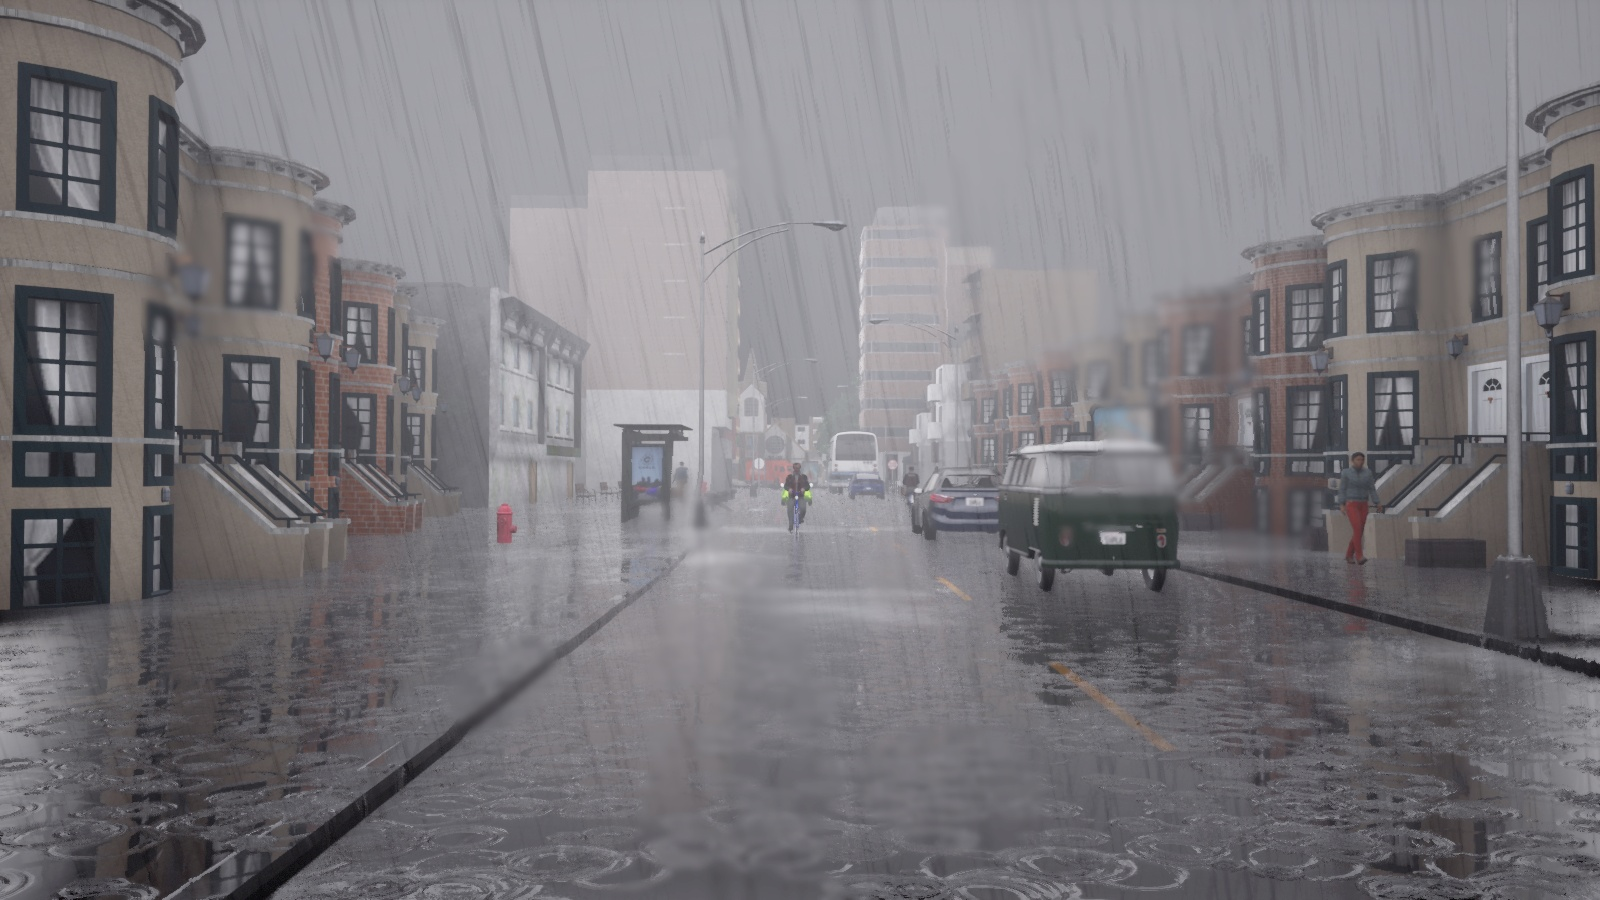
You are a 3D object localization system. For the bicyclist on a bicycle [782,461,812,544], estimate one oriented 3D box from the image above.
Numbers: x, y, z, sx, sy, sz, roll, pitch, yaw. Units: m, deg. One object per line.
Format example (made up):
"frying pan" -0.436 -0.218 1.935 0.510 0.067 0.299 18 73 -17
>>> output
"bicyclist on a bicycle" -0.065 1.157 28.159 0.659 1.776 1.843 0 -1 0

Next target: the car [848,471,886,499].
"car" 3.815 1.990 72.431 1.882 1.535 5.008 0 -1 0

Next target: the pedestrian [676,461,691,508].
"pedestrian" -4.850 1.421 52.376 0.423 1.949 0.788 0 -1 -21

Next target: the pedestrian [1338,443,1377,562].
"pedestrian" 8.840 0.823 19.926 0.353 1.847 0.614 0 -1 3

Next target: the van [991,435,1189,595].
"van" 3.958 0.852 17.914 1.775 1.987 4.442 0 -1 0

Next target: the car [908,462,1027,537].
"car" 3.930 1.152 30.366 2.242 1.667 4.611 0 -1 0

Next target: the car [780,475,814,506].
"car" -0.129 1.819 56.675 1.481 1.376 2.207 0 -1 0

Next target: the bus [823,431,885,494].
"bus" 3.738 0.938 90.456 3.944 4.253 10.273 0 -1 0
